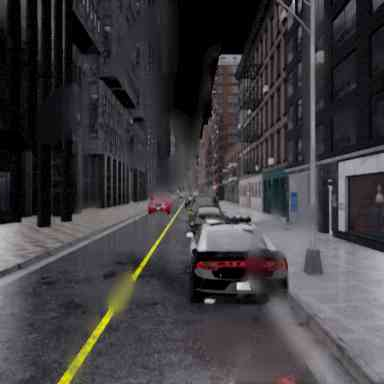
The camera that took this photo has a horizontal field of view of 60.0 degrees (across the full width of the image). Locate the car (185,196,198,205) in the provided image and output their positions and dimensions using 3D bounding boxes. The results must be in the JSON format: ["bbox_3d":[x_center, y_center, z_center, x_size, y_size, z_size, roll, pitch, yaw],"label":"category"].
[{"bbox_3d":[-0.088,1.430,60.039,2.128,1.511,4.902,0,0,0],"label":"car"}]

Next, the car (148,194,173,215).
[{"bbox_3d":[-3.150,1.187,33.806,2.150,2.045,5.566,0,0,0],"label":"car"}]

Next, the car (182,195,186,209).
[{"bbox_3d":[-0.058,1.458,45.735,1.837,1.490,4.892,0,0,0],"label":"car"}]

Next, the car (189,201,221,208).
[{"bbox_3d":[0.873,1.485,18.195,1.837,1.490,4.892,0,0,0],"label":"car"}]

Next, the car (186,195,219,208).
[{"bbox_3d":[0.865,1.199,24.226,2.150,2.045,5.566,0,0,0],"label":"car"}]

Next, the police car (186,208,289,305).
[{"bbox_3d":[0.887,1.416,8.304,1.930,1.638,5.238,0,0,0],"label":"police car"}]
